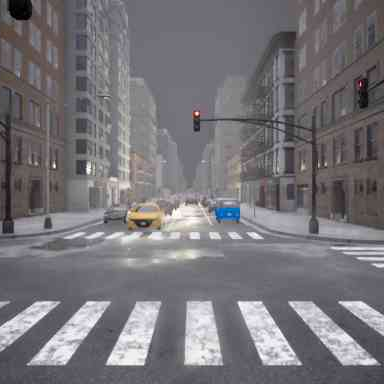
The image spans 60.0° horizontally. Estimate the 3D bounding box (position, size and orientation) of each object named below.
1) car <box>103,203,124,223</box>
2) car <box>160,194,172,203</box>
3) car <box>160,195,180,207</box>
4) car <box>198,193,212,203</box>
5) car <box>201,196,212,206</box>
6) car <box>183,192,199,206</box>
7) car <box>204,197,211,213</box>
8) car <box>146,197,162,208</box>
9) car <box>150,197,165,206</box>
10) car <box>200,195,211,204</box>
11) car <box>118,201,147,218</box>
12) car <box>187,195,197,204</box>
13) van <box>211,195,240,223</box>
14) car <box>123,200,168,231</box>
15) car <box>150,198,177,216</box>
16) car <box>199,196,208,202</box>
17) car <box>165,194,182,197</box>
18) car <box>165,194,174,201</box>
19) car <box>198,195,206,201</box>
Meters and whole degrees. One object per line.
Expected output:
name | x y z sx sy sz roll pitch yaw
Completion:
car | -5.415 1.549 25.023 2.008 1.369 4.403 0 0 0
car | -5.462 1.292 70.477 2.192 1.841 5.009 0 0 0
car | -2.838 1.522 42.161 1.812 1.442 4.674 0 0 0
car | 2.581 1.305 53.446 2.192 1.841 5.009 0 0 0
car | 2.586 1.576 47.765 1.802 1.307 4.206 0 0 0
car | -0.059 1.341 55.136 2.097 1.767 4.553 0 0 0
car | 2.598 1.580 36.402 1.802 1.307 4.206 0 0 0
car | -5.439 1.519 47.580 1.752 1.417 4.829 0 0 0
car | -5.444 1.556 53.432 1.947 1.339 4.313 0 0 0
car | 2.569 1.421 64.809 1.967 1.590 4.097 0 0 0
car | -5.421 1.543 30.704 1.887 1.381 4.507 0 0 0
car | -0.069 1.459 65.168 1.882 1.535 5.008 0 0 0
van | 2.610 1.340 25.040 1.690 1.788 3.998 0 0 0
car | -2.752 1.477 20.776 1.882 1.535 5.008 0 0 -1
car | -2.844 1.563 32.068 1.994 1.385 4.181 0 0 1
car | 2.557 1.524 76.171 2.008 1.369 4.403 0 0 0
car | -2.843 1.484 50.028 2.128 1.511 4.902 0 0 1
car | -5.474 1.409 81.841 1.967 1.590 4.097 0 0 0
car | 2.545 1.530 87.534 1.947 1.339 4.313 0 0 0
